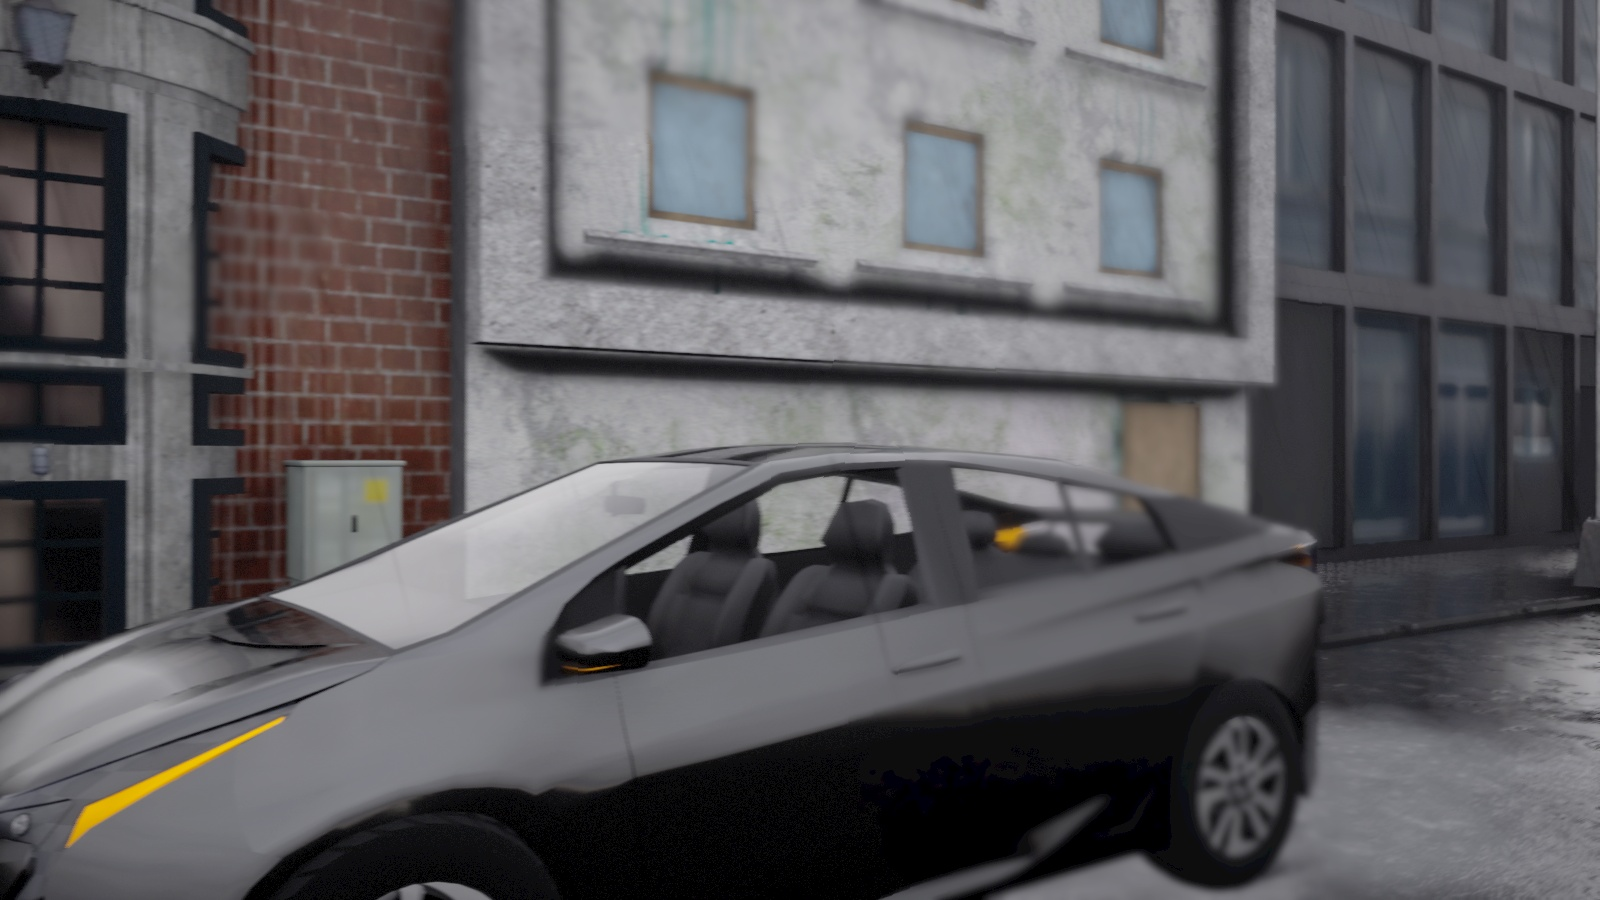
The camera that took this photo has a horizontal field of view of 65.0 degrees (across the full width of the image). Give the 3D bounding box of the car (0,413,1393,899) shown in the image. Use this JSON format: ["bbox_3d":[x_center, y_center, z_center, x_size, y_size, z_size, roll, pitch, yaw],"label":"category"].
[{"bbox_3d":[-0.284,0.702,4.071,4.514,1.525,2.007,0,0,-35],"label":"car"}]
